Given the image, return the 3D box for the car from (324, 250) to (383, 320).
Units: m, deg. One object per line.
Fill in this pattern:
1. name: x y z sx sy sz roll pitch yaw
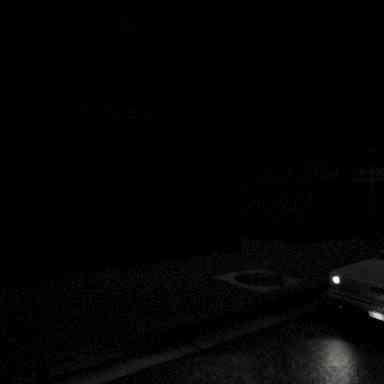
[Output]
1. car: 4.644 1.585 6.386 4.718 1.301 1.895 0 0 -35
